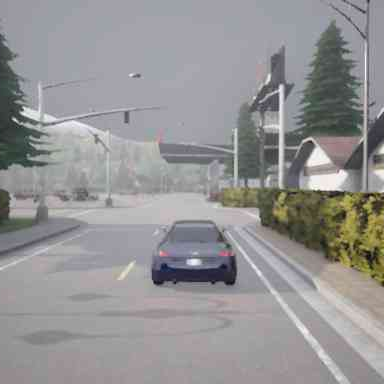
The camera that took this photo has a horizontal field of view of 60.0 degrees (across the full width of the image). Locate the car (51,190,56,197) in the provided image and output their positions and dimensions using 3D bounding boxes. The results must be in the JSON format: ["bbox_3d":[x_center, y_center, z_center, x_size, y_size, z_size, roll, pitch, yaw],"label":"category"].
[{"bbox_3d":[-24.014,0.348,63.344,4.514,1.523,2.007,0,1,-1],"label":"car"}]

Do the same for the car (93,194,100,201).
[{"bbox_3d":[-16.175,0.596,50.972,3.806,1.475,1.970,0,1,-1],"label":"car"}]

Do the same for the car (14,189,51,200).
[{"bbox_3d":[-24.654,0.334,50.882,4.605,1.855,1.932,0,1,-1],"label":"car"}]

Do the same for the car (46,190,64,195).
[{"bbox_3d":[-35.091,0.106,85.265,3.806,1.475,1.970,0,1,-1],"label":"car"}]

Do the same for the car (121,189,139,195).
[{"bbox_3d":[-16.495,0.015,88.361,4.514,1.523,2.007,0,1,-1],"label":"car"}]

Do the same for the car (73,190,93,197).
[{"bbox_3d":[-24.030,0.220,73.336,3.633,1.501,1.845,0,1,-1],"label":"car"}]

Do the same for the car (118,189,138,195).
[{"bbox_3d":[-16.425,0.053,85.225,5.027,1.636,2.152,0,1,-1],"label":"car"}]

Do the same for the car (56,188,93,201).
[{"bbox_3d":[-16.767,0.362,47.640,3.866,1.878,1.905,0,1,-1],"label":"car"}]

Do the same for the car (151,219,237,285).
[{"bbox_3d":[0.061,1.426,9.066,1.994,1.385,4.181,0,1,1],"label":"car"}]
